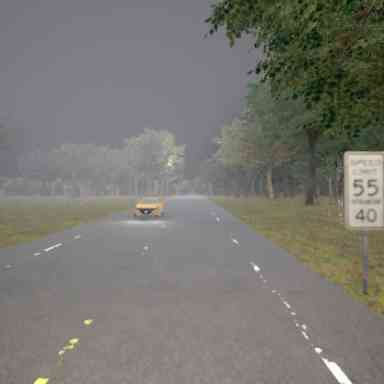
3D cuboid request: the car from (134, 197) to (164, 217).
[{"bbox_3d":[-3.383,1.157,27.057,1.882,1.535,5.008,0,1,0],"label":"car"}]
